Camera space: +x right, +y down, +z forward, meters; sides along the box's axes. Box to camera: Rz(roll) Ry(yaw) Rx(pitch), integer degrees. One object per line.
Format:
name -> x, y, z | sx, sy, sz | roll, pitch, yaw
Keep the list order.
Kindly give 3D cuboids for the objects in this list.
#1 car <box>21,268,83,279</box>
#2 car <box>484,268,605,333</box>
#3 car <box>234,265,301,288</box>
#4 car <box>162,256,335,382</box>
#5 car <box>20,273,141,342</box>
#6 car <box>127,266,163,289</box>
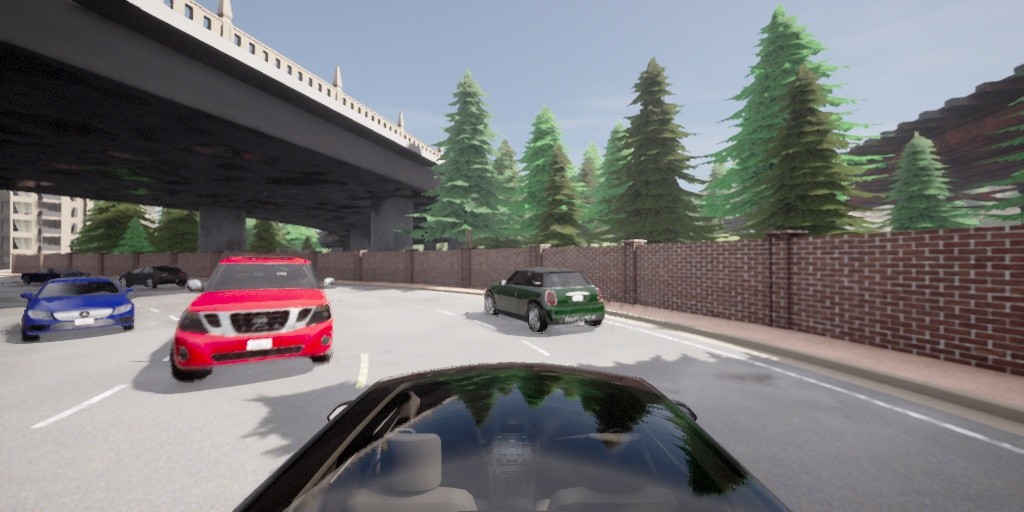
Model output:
car -> -35.788, 1.557, 28.105 | 4.718, 1.301, 1.895 | 0, 0, 15
car -> 0.784, 1.152, 11.354 | 2.097, 1.767, 4.553 | 0, 0, -26
car -> -17.631, 1.437, 25.787 | 4.674, 1.442, 1.812 | 0, 0, 24
car -> -5.307, 1.014, 7.829 | 2.150, 2.045, 5.566 | 1, -1, -32
car -> -12.191, 1.343, 10.142 | 4.674, 1.442, 1.812 | 0, -1, 38
car -> -24.631, 1.424, 24.677 | 4.892, 1.490, 1.837 | 0, 0, 19
